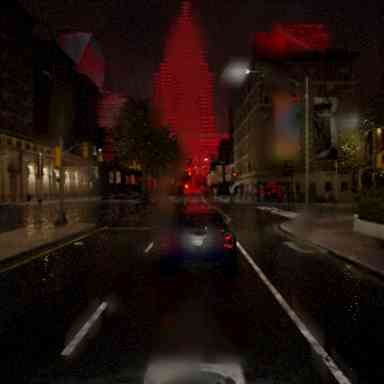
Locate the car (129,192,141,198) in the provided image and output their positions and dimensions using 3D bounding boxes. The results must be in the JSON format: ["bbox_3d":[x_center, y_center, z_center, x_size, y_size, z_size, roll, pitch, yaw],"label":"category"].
[{"bbox_3d":[-14.204,0.771,82.725,2.128,1.511,4.902,0,1,1],"label":"car"}]

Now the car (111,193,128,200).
[{"bbox_3d":[-14.356,0.980,67.191,1.895,1.301,4.718,0,1,1],"label":"car"}]

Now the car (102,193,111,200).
[{"bbox_3d":[-17.578,0.951,70.060,1.895,1.301,4.718,0,1,0],"label":"car"}]

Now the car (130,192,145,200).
[{"bbox_3d":[-10.856,0.929,67.329,2.033,1.411,5.357,0,1,1],"label":"car"}]

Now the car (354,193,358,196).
[{"bbox_3d":[35.128,0.875,70.939,2.231,1.521,4.892,0,1,0],"label":"car"}]

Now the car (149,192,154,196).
[{"bbox_3d":[-10.704,0.801,82.766,1.994,1.385,4.181,0,1,1],"label":"car"}]

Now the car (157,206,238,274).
[{"bbox_3d":[0.167,1.258,10.435,2.097,1.767,4.553,0,1,1],"label":"car"}]
